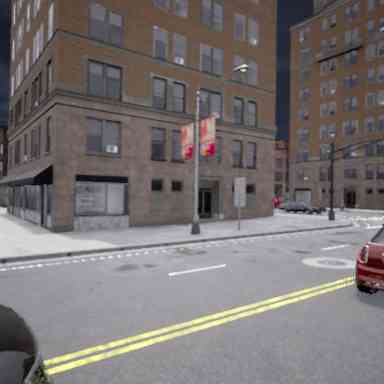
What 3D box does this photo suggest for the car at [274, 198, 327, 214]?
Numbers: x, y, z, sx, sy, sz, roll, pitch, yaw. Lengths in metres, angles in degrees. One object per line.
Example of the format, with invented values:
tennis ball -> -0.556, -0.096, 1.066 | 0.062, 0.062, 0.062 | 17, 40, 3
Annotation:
car -> 12.200, 1.693, 37.125 | 2.033, 1.411, 5.357 | 1, -1, -36

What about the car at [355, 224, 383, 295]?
car -> 5.826, 1.419, 7.749 | 4.553, 1.767, 2.097 | 1, 0, -36

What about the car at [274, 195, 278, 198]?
car -> 10.700, 1.460, 50.521 | 2.150, 2.045, 5.566 | 1, -1, -36

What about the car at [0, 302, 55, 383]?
car -> -3.356, 1.207, 1.040 | 5.566, 2.045, 2.150 | 0, 0, -36
